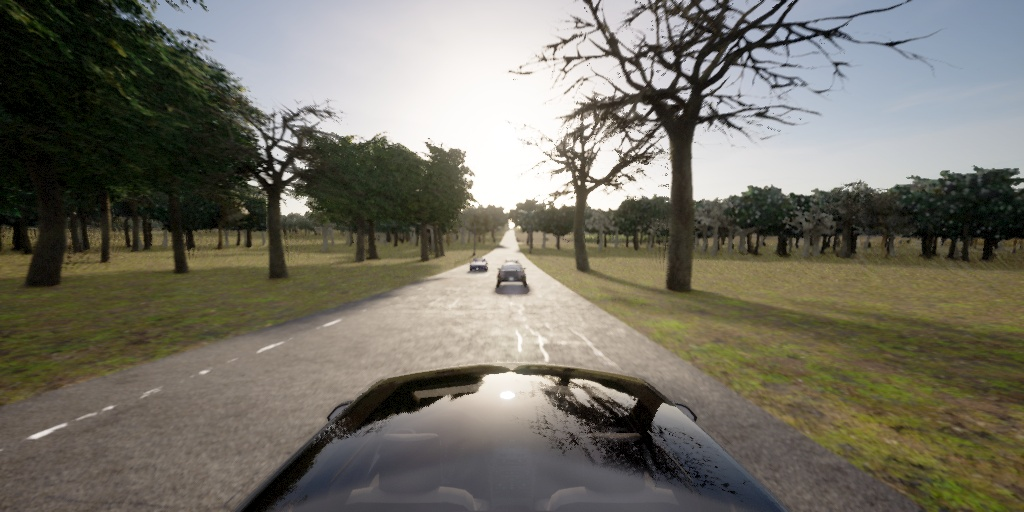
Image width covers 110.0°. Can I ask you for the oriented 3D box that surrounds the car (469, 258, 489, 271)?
[{"bbox_3d":[-3.554,0.881,39.377,2.033,1.411,5.357,0,1,0],"label":"car"}]

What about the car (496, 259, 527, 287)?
[{"bbox_3d":[-0.014,1.129,22.933,1.812,1.442,4.674,0,1,1],"label":"car"}]
